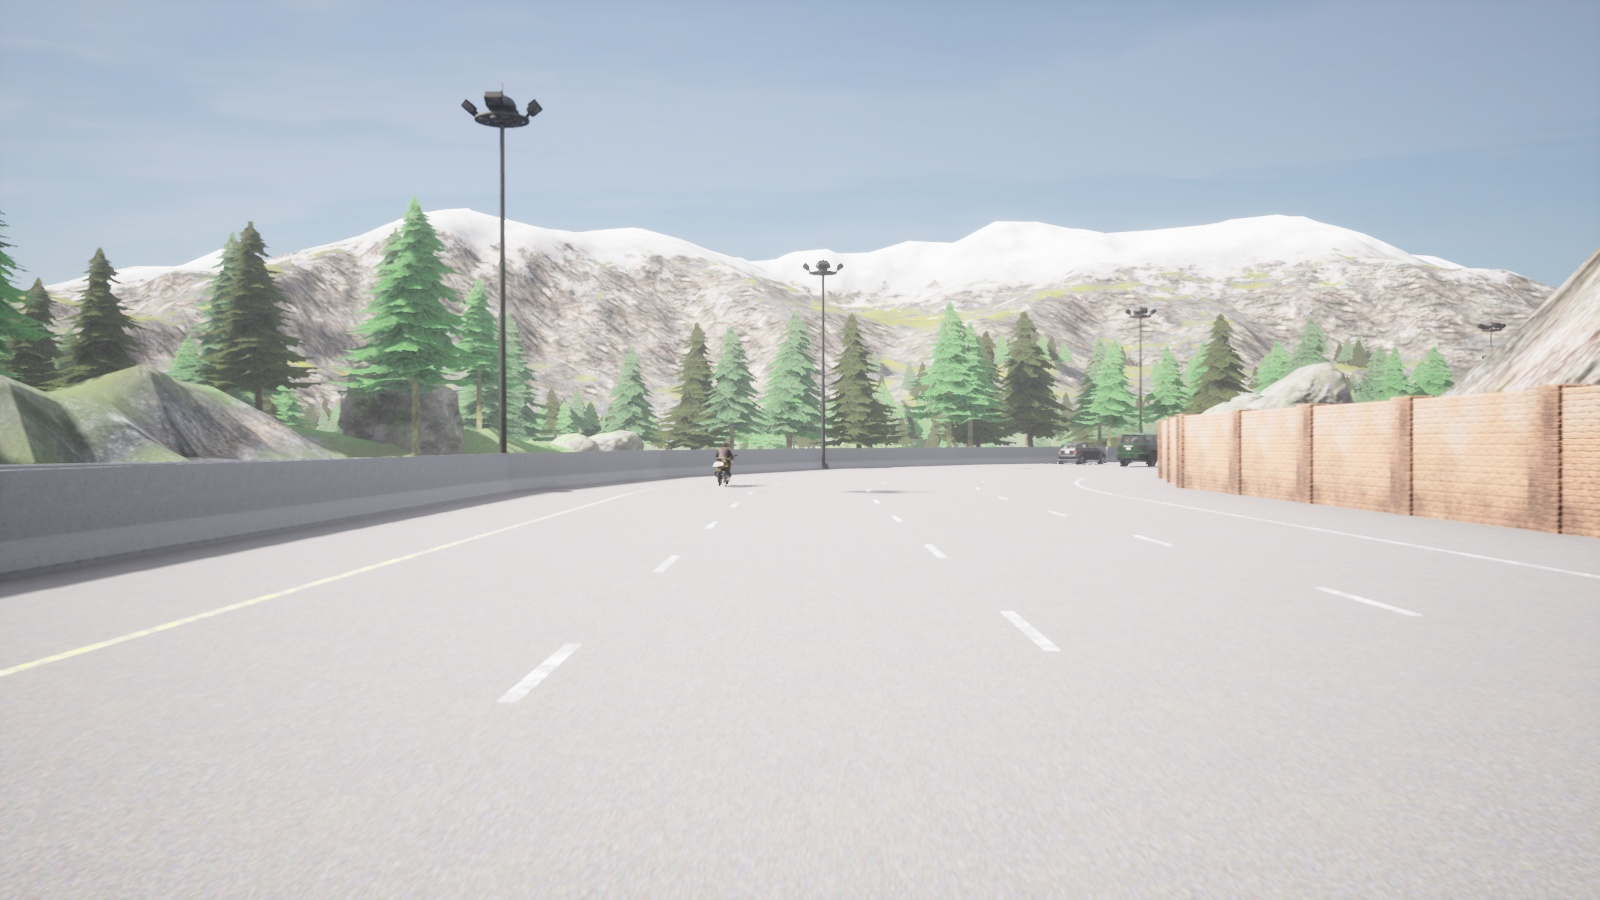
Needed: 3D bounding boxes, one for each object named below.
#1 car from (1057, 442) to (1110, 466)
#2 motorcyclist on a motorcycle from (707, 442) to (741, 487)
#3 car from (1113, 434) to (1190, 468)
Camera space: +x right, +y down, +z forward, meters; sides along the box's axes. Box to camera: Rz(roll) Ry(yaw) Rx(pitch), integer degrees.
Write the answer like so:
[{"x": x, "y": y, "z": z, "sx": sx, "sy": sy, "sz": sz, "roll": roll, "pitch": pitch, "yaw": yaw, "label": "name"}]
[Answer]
[{"x": 19.311, "y": 0.265, "z": 85.496, "sx": 3.705, "sy": 1.549, "sz": 1.789, "roll": 0, "pitch": 0, "yaw": -43, "label": "car"}, {"x": -2.642, "y": 0.482, "z": 43.937, "sx": 0.797, "sy": 1.523, "sz": 2.044, "roll": 1, "pitch": 0, "yaw": 7, "label": "motorcyclist on a motorcycle"}, {"x": 22.010, "y": 0.046, "z": 78.461, "sx": 5.566, "sy": 2.045, "sz": 2.150, "roll": 0, "pitch": 0, "yaw": -45, "label": "car"}]
